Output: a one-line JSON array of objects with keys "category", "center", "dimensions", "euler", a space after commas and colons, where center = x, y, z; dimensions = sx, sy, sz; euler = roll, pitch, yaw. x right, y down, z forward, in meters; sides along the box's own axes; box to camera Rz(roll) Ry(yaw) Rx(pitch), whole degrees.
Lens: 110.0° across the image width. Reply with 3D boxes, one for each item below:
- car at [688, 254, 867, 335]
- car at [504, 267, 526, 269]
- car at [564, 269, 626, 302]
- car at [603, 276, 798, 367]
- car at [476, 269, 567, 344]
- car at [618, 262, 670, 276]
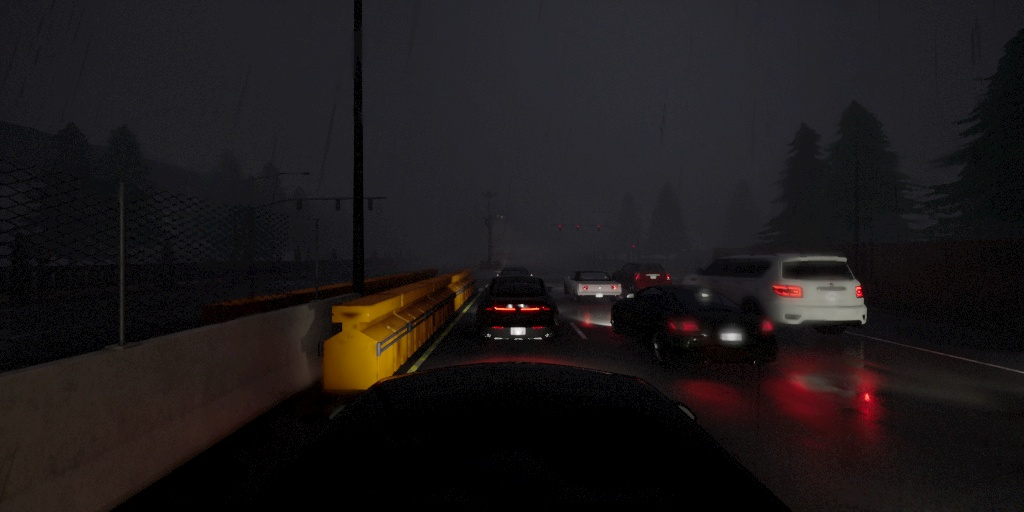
[{"category": "car", "center": [7.125, 0.971, 10.657], "dimensions": [2.150, 2.045, 5.566], "euler": [0, 0, 0]}, {"category": "car", "center": [0.145, 1.297, 19.105], "dimensions": [2.033, 1.411, 5.357], "euler": [0, 0, 0]}, {"category": "car", "center": [3.642, 1.351, 17.139], "dimensions": [1.895, 1.301, 4.718], "euler": [0, 0, 0]}, {"category": "car", "center": [3.625, 1.314, 7.958], "dimensions": [1.994, 1.385, 4.181], "euler": [0, 0, -1]}, {"category": "car", "center": [0.121, 1.255, 9.587], "dimensions": [1.837, 1.490, 4.892], "euler": [0, 0, 0]}, {"category": "car", "center": [7.150, 1.102, 20.243], "dimensions": [2.097, 1.767, 4.553], "euler": [0, 0, 0]}]
